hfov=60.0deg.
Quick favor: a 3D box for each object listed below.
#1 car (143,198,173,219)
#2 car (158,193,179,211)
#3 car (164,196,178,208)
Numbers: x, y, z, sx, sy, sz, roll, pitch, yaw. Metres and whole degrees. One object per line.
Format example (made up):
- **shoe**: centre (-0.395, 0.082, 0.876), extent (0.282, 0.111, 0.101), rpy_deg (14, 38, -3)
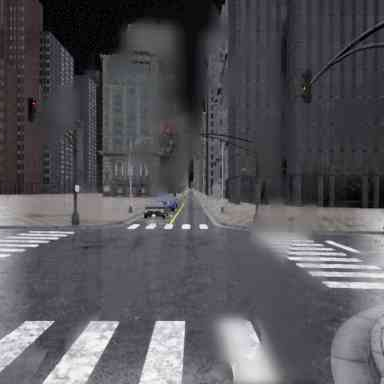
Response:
- **car**: centre (-3.117, 1.547, 29.795), extent (2.033, 1.411, 5.357), rpy_deg (0, 0, 0)
- **car**: centre (-3.121, 1.222, 40.046), extent (2.150, 2.045, 5.566), rpy_deg (0, 0, 0)
- **car**: centre (-3.117, 1.478, 50.493), extent (1.882, 1.535, 5.008), rpy_deg (0, 0, 0)
